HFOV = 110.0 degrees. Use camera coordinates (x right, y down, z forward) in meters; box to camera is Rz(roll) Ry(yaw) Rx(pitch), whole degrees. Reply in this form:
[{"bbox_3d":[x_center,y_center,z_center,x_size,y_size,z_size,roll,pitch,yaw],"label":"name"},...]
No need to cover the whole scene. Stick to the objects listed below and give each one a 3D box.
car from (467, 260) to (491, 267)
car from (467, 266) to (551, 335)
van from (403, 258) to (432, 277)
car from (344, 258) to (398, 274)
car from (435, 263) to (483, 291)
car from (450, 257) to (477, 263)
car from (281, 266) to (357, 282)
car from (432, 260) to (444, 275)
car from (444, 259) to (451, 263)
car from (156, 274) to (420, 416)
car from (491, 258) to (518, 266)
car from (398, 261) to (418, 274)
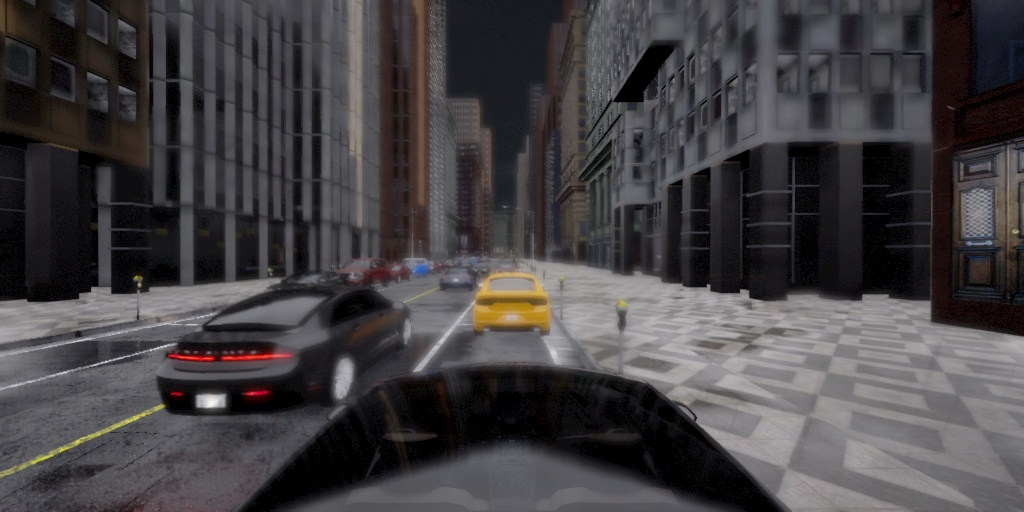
[{"bbox_3d":[-3.106,1.350,35.996,1.895,1.301,4.718,0,0,1],"label":"car"},{"bbox_3d":[-0.006,1.227,10.501,1.882,1.535,5.008,0,0,0],"label":"car"},{"bbox_3d":[-8.908,1.090,32.830,1.690,1.789,3.998,0,0,0],"label":"van"},{"bbox_3d":[-8.908,1.064,21.556,2.192,1.841,5.009,0,0,0],"label":"car"},{"bbox_3d":[-3.096,1.314,21.949,1.994,1.385,4.181,0,0,1],"label":"car"},{"bbox_3d":[-6.187,1.241,46.408,2.128,1.511,4.902,0,0,1],"label":"car"},{"bbox_3d":[-8.908,1.315,15.920,1.948,1.339,4.313,0,0,0],"label":"car"},{"bbox_3d":[-8.908,1.189,38.467,1.967,1.591,4.097,0,0,0],"label":"car"},{"bbox_3d":[-8.908,1.189,49.741,1.967,1.591,4.097,0,0,0],"label":"car"},{"bbox_3d":[-3.146,1.256,6.176,1.837,1.490,4.892,0,0,0],"label":"car"},{"bbox_3d":[-0.383,1.189,27.203,1.967,1.591,4.097,0,0,0],"label":"car"},{"bbox_3d":[-8.908,1.294,27.194,1.888,1.381,4.507,0,0,0],"label":"car"}]
